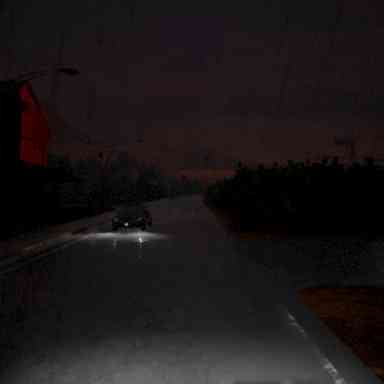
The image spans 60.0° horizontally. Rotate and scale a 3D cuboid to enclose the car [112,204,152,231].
[{"bbox_3d":[-3.582,1.511,20.546,1.812,1.442,4.674,0,0,0],"label":"car"}]
